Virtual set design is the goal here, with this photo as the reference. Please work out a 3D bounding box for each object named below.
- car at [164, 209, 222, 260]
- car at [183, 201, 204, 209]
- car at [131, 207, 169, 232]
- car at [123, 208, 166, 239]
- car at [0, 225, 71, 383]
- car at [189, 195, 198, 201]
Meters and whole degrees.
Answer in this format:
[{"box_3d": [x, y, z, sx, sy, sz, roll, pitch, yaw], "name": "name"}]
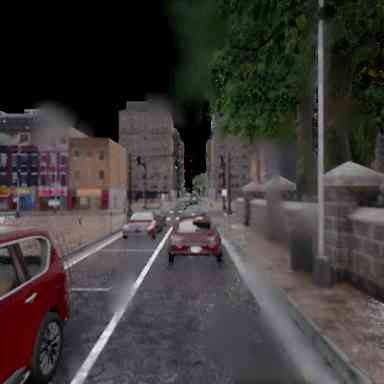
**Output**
[{"box_3d": [0.107, 1.610, 12.600, 1.812, 1.442, 4.674, 0, 0, 0], "name": "car"}, {"box_3d": [0.126, 1.757, 28.850, 1.994, 1.385, 4.181, 0, 0, 1], "name": "car"}, {"box_3d": [-2.630, 1.712, 21.849, 1.947, 1.339, 4.313, 0, 0, 0], "name": "car"}, {"box_3d": [-2.631, 1.704, 18.186, 1.802, 1.307, 4.206, 0, 0, 0], "name": "car"}, {"box_3d": [-2.639, 1.334, 2.650, 2.192, 1.841, 5.009, 0, 0, 0], "name": "car"}, {"box_3d": [0.314, 1.982, 74.060, 1.812, 1.442, 4.674, 0, 0, 0], "name": "car"}]
